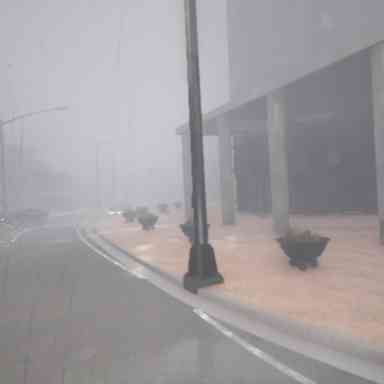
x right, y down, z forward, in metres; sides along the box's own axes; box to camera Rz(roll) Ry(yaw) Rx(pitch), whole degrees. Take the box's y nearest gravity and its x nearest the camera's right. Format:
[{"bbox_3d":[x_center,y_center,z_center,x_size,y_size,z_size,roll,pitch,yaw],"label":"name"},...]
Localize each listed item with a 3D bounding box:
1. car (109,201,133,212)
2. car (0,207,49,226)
[{"bbox_3d":[-9.999,2.017,47.148,1.994,1.385,4.181,-3,0,15],"label":"car"},{"bbox_3d":[-15.359,2.213,30.254,1.837,1.490,4.892,-2,0,23],"label":"car"}]
